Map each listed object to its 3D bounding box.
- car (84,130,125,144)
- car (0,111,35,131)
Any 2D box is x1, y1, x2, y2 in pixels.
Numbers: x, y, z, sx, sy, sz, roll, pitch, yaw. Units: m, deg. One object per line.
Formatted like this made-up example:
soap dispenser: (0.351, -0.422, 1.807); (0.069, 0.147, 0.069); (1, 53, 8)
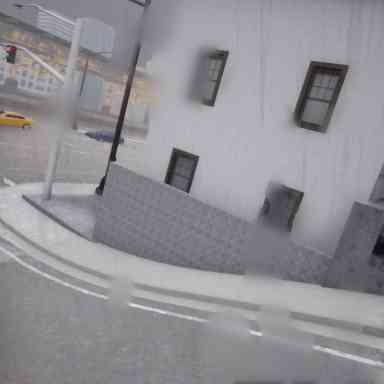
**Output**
car: (-11.052, -7.100, 42.667); (2.033, 1.411, 5.357); (24, 13, 34)
car: (-18.209, -7.257, 33.025); (1.882, 1.535, 5.008); (24, 13, 34)
